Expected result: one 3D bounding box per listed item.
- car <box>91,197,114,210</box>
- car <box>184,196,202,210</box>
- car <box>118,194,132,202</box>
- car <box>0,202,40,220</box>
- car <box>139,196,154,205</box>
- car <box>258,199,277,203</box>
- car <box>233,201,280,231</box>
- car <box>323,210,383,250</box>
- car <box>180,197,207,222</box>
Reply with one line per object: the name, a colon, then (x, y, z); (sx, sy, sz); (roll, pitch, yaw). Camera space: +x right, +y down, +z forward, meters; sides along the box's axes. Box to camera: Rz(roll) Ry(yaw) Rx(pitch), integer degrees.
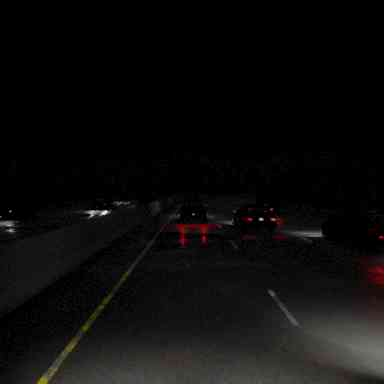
car: (-10.597, 1.370, 39.590); (1.812, 1.442, 4.674); (0, 0, 0)
car: (0.094, 1.329, 41.305); (2.128, 1.511, 4.902); (0, 0, 0)
car: (-13.588, 1.183, 67.682); (1.882, 1.535, 5.008); (0, 0, 2)
car: (-14.104, 1.495, 26.676); (1.895, 1.301, 4.718); (0, 0, 0)
car: (-7.063, 1.359, 52.151); (1.994, 1.385, 4.181); (0, 0, 1)
car: (7.095, 1.365, 31.994); (2.128, 1.511, 4.902); (0, 0, 0)
car: (3.597, 1.469, 19.802); (2.033, 1.411, 5.357); (0, 0, 0)
car: (7.098, 1.471, 13.858); (1.812, 1.442, 4.674); (0, 0, 0)
car: (0.096, 1.377, 25.405); (1.882, 1.535, 5.008); (0, 0, 0)
